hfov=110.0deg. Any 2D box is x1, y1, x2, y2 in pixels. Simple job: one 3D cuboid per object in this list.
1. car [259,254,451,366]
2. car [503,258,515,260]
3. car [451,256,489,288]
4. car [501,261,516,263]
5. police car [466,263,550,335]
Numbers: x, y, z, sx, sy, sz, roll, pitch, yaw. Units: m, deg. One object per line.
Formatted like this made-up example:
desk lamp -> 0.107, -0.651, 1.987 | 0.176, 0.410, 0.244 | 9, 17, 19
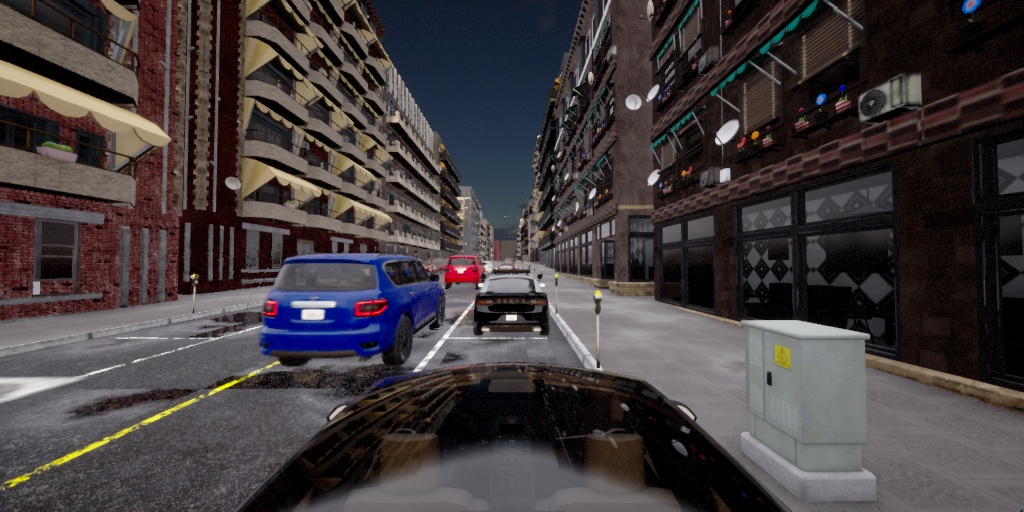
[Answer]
car -> -3.020, 0.976, 8.126 | 2.150, 2.045, 5.566 | 0, 0, 0
car -> -0.445, 1.240, 39.134 | 1.967, 1.591, 4.097 | 0, 0, 0
car -> -2.958, 0.992, 23.503 | 2.150, 2.045, 5.566 | 0, 0, 0
car -> -0.452, 1.322, 28.072 | 1.888, 1.381, 4.507 | 0, 0, 0
police car -> -0.012, 1.180, 10.613 | 1.930, 1.638, 5.238 | 0, 0, 0
